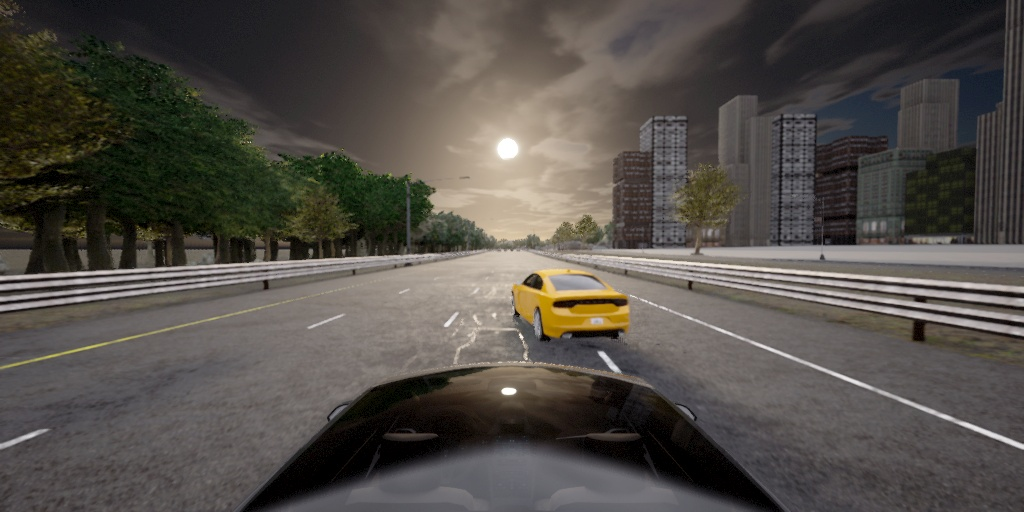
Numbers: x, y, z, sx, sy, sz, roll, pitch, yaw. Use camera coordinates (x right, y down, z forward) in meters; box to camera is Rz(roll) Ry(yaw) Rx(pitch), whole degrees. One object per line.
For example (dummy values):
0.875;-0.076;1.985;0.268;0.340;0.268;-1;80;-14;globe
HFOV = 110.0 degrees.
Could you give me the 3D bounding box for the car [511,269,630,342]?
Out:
1.233;1.075;9.499;1.882;1.535;5.008;0;1;-10;car
